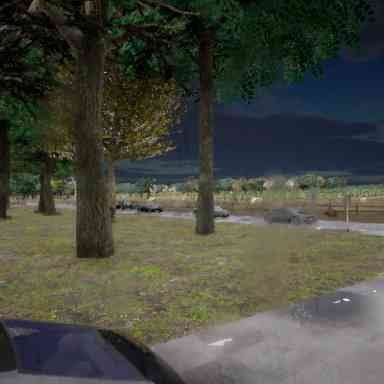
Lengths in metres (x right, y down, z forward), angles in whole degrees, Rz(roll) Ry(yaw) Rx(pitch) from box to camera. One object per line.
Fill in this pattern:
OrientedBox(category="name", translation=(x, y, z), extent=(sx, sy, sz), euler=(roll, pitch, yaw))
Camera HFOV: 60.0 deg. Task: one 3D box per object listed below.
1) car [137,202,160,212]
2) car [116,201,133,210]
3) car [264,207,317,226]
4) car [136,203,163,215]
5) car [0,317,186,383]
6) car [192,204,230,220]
OrientedBox(category="car", translation=(-6.973, 2.396, 52.730), extent=(1.994, 1.385, 4.181), euler=(-1, 0, -34))
OrientedBox(category="car", translation=(-12.490, 2.348, 60.472), extent=(2.097, 1.767, 4.553), euler=(-1, 0, -35))
OrientedBox(category="car", translation=(7.801, 1.914, 26.687), extent=(1.994, 1.385, 4.181), euler=(-1, 0, -35))
OrientedBox(category="car", translation=(-5.889, 2.379, 46.180), extent=(1.895, 1.301, 4.718), euler=(-1, 0, -35))
OrientedBox(category="car", translation=(-1.934, 1.564, 1.700), extent=(4.181, 1.385, 1.994), euler=(0, 0, -35))
OrientedBox(category="car", translation=(1.948, 2.040, 34.995), extent=(1.837, 1.490, 4.892), euler=(-1, 0, -36))
